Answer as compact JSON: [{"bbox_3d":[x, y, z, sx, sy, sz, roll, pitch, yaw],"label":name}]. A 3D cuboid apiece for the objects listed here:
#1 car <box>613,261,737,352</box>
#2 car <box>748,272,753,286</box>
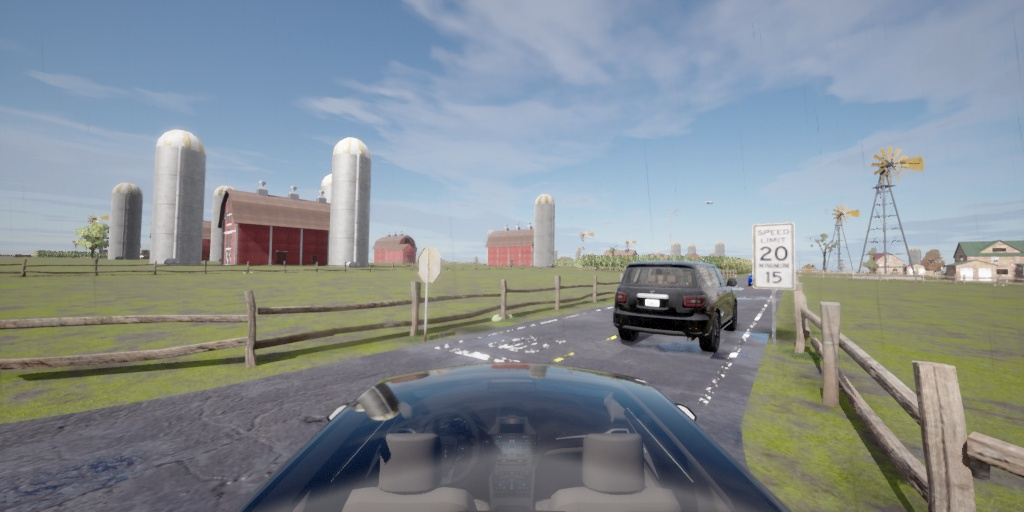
[{"bbox_3d":[4.676,1.171,9.862,2.150,2.045,5.566,-1,-2,38],"label":"car"},{"bbox_3d":[24.354,2.177,35.032,1.882,1.535,5.008,-1,-2,38],"label":"car"}]
